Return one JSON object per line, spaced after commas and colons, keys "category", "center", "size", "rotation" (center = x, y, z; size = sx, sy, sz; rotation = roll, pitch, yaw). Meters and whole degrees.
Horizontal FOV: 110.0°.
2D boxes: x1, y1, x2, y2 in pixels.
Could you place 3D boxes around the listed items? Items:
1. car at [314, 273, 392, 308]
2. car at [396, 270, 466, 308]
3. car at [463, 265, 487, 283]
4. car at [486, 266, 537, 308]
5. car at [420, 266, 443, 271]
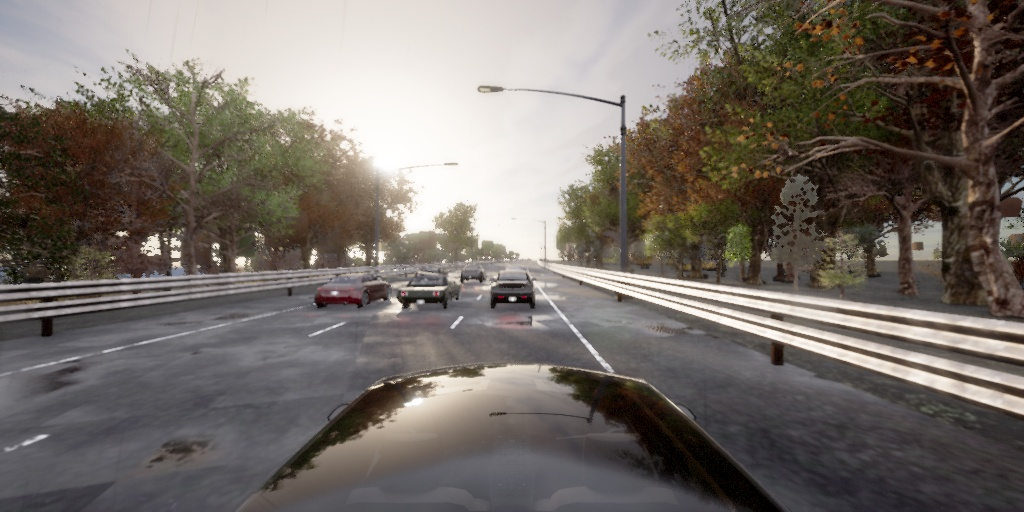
{"category": "car", "center": [-6.954, 1.449, 16.112], "size": [1.994, 1.385, 4.181], "rotation": [0, 0, 0]}
{"category": "car", "center": [-3.459, 1.483, 15.888], "size": [1.895, 1.301, 4.718], "rotation": [0, 0, 0]}
{"category": "car", "center": [-3.286, 1.503, 31.029], "size": [2.128, 1.511, 4.902], "rotation": [0, 0, 1]}
{"category": "car", "center": [0.045, 1.391, 16.052], "size": [1.837, 1.490, 4.892], "rotation": [0, 0, 1]}
{"category": "car", "center": [-6.741, 1.521, 30.768], "size": [1.895, 1.301, 4.718], "rotation": [7, 3, 1]}
